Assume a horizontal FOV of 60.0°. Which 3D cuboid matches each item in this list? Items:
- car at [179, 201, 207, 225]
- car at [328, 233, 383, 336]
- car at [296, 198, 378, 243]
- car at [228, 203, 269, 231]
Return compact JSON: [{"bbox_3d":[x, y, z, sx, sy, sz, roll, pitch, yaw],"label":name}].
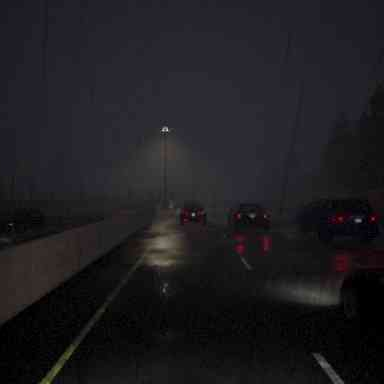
[{"bbox_3d":[0.098,1.675,25.956,2.163,1.488,4.792,0,0,0],"label":"car"},{"bbox_3d":[3.600,1.554,4.133,1.812,1.442,4.674,0,0,0],"label":"car"},{"bbox_3d":[7.098,1.333,16.887,2.150,2.045,5.566,0,0,0],"label":"car"},{"bbox_3d":[3.598,1.497,21.936,2.097,1.767,4.553,0,0,0],"label":"car"}]
